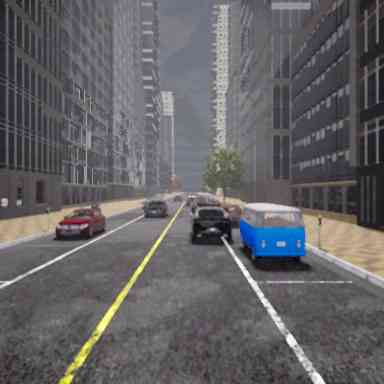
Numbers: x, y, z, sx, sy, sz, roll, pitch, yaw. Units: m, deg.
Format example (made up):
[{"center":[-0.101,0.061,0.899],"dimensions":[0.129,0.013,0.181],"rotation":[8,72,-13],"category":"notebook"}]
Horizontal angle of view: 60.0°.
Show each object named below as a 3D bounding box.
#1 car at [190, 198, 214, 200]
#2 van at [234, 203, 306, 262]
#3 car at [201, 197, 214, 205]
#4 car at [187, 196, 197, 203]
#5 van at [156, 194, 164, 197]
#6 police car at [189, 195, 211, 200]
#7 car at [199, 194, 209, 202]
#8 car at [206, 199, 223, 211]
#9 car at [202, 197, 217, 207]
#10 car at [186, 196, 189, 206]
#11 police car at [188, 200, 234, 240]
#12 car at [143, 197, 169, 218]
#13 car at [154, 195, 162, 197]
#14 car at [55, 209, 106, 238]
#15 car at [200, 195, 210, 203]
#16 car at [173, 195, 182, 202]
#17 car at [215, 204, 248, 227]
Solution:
[{"center":[0.887,1.490,26.884],"dimensions":[1.837,1.490,4.892],"rotation":[0,0,0],"category":"car"},{"center":[2.685,1.335,11.865],"dimensions":[1.690,1.788,3.998],"rotation":[0,0,0],"category":"van"},{"center":[2.664,1.507,57.405],"dimensions":[2.008,1.369,4.403],"rotation":[0,0,0],"category":"car"},{"center":[-0.032,1.492,68.491],"dimensions":[1.895,1.301,4.718],"rotation":[0,0,0],"category":"car"},{"center":[-5.716,1.296,57.404],"dimensions":[1.690,1.788,3.998],"rotation":[0,0,0],"category":"van"},{"center":[0.884,1.406,32.994],"dimensions":[1.930,1.638,5.238],"rotation":[0,0,0],"category":"police car"},{"center":[2.656,1.360,74.482],"dimensions":[1.967,1.590,4.097],"rotation":[0,0,0],"category":"car"},{"center":[2.671,1.559,40.327],"dimensions":[1.802,1.307,4.206],"rotation":[0,0,0],"category":"car"},{"center":[2.667,1.516,51.712],"dimensions":[2.008,1.369,4.403],"rotation":[0,0,0],"category":"car"},{"center":[-0.025,1.488,53.462],"dimensions":[1.812,1.442,4.674],"rotation":[0,0,0],"category":"car"},{"center":[0.892,1.416,16.993],"dimensions":[1.930,1.638,5.238],"rotation":[0,0,0],"category":"police car"},{"center":[-3.111,1.488,29.845],"dimensions":[1.837,1.490,4.892],"rotation":[0,0,0],"category":"car"},{"center":[-5.712,1.522,46.019],"dimensions":[2.008,1.369,4.403],"rotation":[0,0,0],"category":"car"},{"center":[-5.699,1.572,17.556],"dimensions":[1.802,1.307,4.206],"rotation":[0,0,0],"category":"car"},{"center":[2.659,1.372,68.789],"dimensions":[1.967,1.590,4.097],"rotation":[0,0,0],"category":"car"},{"center":[-3.034,1.388,71.197],"dimensions":[1.882,1.535,5.008],"rotation":[0,0,0],"category":"car"},{"center":[2.679,1.569,23.249],"dimensions":[1.802,1.307,4.206],"rotation":[0,0,0],"category":"car"}]
